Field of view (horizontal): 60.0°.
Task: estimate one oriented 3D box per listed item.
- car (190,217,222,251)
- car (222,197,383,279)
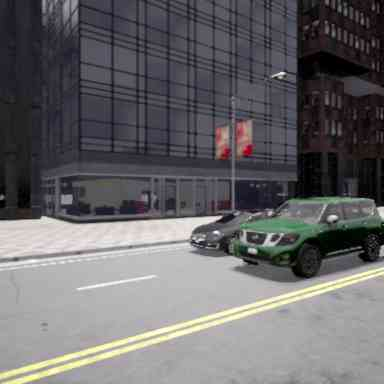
[{"bbox_3d":[2.173,1.484,13.206,4.892,1.490,1.837,0,0,-35],"label":"car"},{"bbox_3d":[3.849,1.201,10.409,5.566,2.045,2.150,0,0,-35],"label":"car"}]
